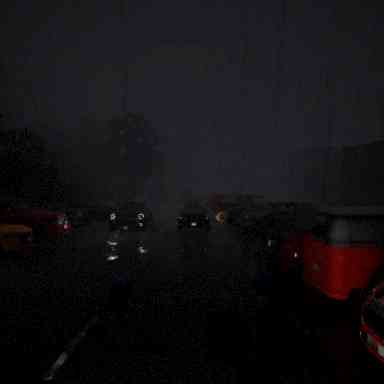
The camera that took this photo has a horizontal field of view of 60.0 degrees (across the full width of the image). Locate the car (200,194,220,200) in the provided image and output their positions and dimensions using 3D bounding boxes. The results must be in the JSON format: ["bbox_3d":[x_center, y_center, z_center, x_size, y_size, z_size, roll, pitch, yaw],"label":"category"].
[{"bbox_3d":[4.364,1.257,80.175,4.674,1.452,2.002,0,0,0],"label":"car"}]

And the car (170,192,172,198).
[{"bbox_3d":[-8.200,1.208,82.873,5.008,1.535,2.097,0,0,0],"label":"car"}]

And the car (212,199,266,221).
[{"bbox_3d":[4.355,1.476,23.498,5.366,1.575,1.946,0,0,0],"label":"car"}]

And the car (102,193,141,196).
[{"bbox_3d":[-8.567,1.217,34.500,5.566,2.045,2.435,0,0,0],"label":"car"}]

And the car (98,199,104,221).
[{"bbox_3d":[-8.509,1.506,26.269,4.792,1.488,2.163,0,0,0],"label":"car"}]

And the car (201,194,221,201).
[{"bbox_3d":[4.356,1.265,77.349,4.674,1.452,2.002,0,0,0],"label":"car"}]

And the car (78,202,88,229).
[{"bbox_3d":[-8.546,1.483,17.915,4.892,1.521,2.231,0,0,0],"label":"car"}]

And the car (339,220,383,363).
[{"bbox_3d":[4.572,1.357,4.014,4.553,1.767,2.185,0,0,0],"label":"car"}]

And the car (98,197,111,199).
[{"bbox_3d":[-8.544,1.474,29.056,5.008,1.535,2.097,0,0,0],"label":"car"}]

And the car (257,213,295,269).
[{"bbox_3d":[4.570,1.513,9.581,4.792,1.488,2.163,0,0,0],"label":"car"}]

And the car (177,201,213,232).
[{"bbox_3d":[0.101,1.527,20.085,1.812,1.442,4.674,0,0,0],"label":"car"}]

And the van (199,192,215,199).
[{"bbox_3d":[4.288,0.950,94.303,4.442,1.987,1.878,0,0,0],"label":"van"}]

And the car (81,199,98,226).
[{"bbox_3d":[-8.571,1.355,20.701,4.553,1.767,2.185,0,0,0],"label":"car"}]

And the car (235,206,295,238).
[{"bbox_3d":[4.538,1.523,15.147,4.674,1.452,2.002,0,0,0],"label":"car"}]

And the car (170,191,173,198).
[{"bbox_3d":[-8.195,1.192,88.645,4.892,1.521,2.231,0,0,0],"label":"car"}]

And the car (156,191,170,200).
[{"bbox_3d":[-8.182,1.090,80.173,4.553,1.767,2.185,0,0,0],"label":"car"}]

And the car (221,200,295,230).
[{"bbox_3d":[4.534,1.482,20.715,4.892,1.521,2.231,0,0,0],"label":"car"}]

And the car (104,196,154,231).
[{"bbox_3d":[-3.599,1.353,20.277,2.097,1.767,4.553,0,0,0],"label":"car"}]

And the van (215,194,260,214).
[{"bbox_3d":[4.657,1.243,34.506,4.442,1.987,1.878,0,0,0],"label":"van"}]

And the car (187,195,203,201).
[{"bbox_3d":[0.101,1.486,41.277,1.837,1.490,4.892,0,0,0],"label":"car"}]

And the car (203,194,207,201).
[{"bbox_3d":[4.727,1.452,48.547,5.366,1.575,1.946,0,0,0],"label":"car"}]

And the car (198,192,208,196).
[{"bbox_3d":[4.322,1.263,74.523,4.792,1.488,2.163,0,0,0],"label":"car"}]

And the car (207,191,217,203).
[{"bbox_3d":[4.569,1.221,31.847,5.566,2.045,2.435,0,0,0],"label":"car"}]

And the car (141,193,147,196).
[{"bbox_3d":[-8.570,1.335,42.855,4.553,1.767,2.185,0,0,0],"label":"car"}]

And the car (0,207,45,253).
[{"bbox_3d":[-8.544,1.483,12.344,5.008,1.535,2.097,0,0,0],"label":"car"}]

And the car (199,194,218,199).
[{"bbox_3d":[4.384,1.192,88.652,5.008,1.535,2.097,0,0,0],"label":"car"}]

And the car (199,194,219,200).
[{"bbox_3d":[4.387,1.200,85.827,5.008,1.535,2.097,0,0,0],"label":"car"}]

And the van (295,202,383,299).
[{"bbox_3d":[4.658,1.258,6.734,4.442,1.987,1.878,0,0,0],"label":"van"}]

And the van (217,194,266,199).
[{"bbox_3d":[4.658,1.249,29.064,4.442,1.987,1.878,0,0,0],"label":"van"}]

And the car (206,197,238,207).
[{"bbox_3d":[4.526,1.493,51.188,4.674,1.452,2.002,-1,0,0],"label":"car"}]

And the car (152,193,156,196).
[{"bbox_3d":[-8.567,1.203,48.550,5.566,2.045,2.435,0,0,0],"label":"car"}]

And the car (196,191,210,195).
[{"bbox_3d":[4.189,1.205,83.001,5.366,1.575,1.946,0,0,0],"label":"car"}]

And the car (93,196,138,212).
[{"bbox_3d":[-8.508,1.340,37.410,4.553,1.767,2.185,0,0,0],"label":"car"}]

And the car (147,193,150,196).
[{"bbox_3d":[-8.570,1.332,45.640,4.553,1.767,2.185,0,0,0],"label":"car"}]

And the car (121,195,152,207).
[{"bbox_3d":[-8.508,1.326,51.335,4.553,1.767,2.185,0,0,0],"label":"car"}]

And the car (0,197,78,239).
[{"bbox_3d":[-8.511,1.231,15.131,5.566,2.045,2.435,0,0,0],"label":"car"}]
